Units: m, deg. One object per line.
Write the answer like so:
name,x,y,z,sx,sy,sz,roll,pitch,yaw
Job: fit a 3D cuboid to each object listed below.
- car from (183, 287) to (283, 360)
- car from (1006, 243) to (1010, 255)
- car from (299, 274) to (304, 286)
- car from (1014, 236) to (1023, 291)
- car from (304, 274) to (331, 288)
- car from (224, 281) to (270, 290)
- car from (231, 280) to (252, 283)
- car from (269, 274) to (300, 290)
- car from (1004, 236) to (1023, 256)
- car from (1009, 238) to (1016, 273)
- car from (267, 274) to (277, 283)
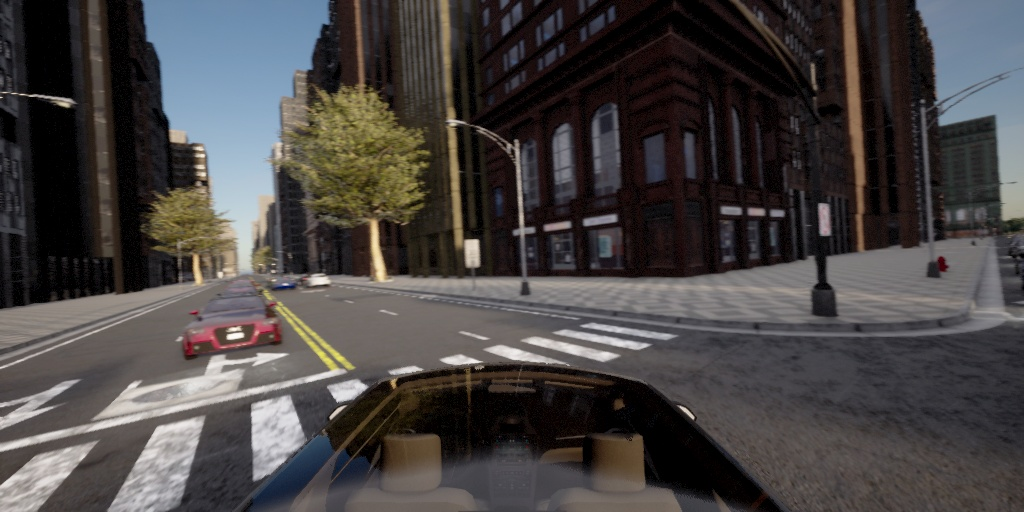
car,-7.858,1.826,10.250,1.994,1.385,4.181,-3,0,-36
car,31.532,-0.417,21.485,5.357,1.411,2.033,-3,0,-37
car,-27.438,3.107,47.749,1.837,1.490,4.892,-3,0,-36
car,15.310,0.251,9.496,4.553,1.767,2.097,-3,0,-37
car,-21.432,2.725,39.687,1.812,1.442,4.674,-3,0,-36
car,-13.808,2.222,18.286,1.994,1.385,4.181,-3,0,-36
car,-19.822,2.536,26.402,1.882,1.535,5.008,-3,0,-37
car,-24.315,2.940,38.231,1.994,1.385,4.181,-3,0,-36
car,39.838,-0.852,27.685,5.357,1.411,2.033,-3,0,-37
car,23.309,0.036,15.431,4.181,1.385,1.994,-3,0,-36
car,-30.627,3.149,46.731,2.097,1.767,4.553,-3,0,-37
